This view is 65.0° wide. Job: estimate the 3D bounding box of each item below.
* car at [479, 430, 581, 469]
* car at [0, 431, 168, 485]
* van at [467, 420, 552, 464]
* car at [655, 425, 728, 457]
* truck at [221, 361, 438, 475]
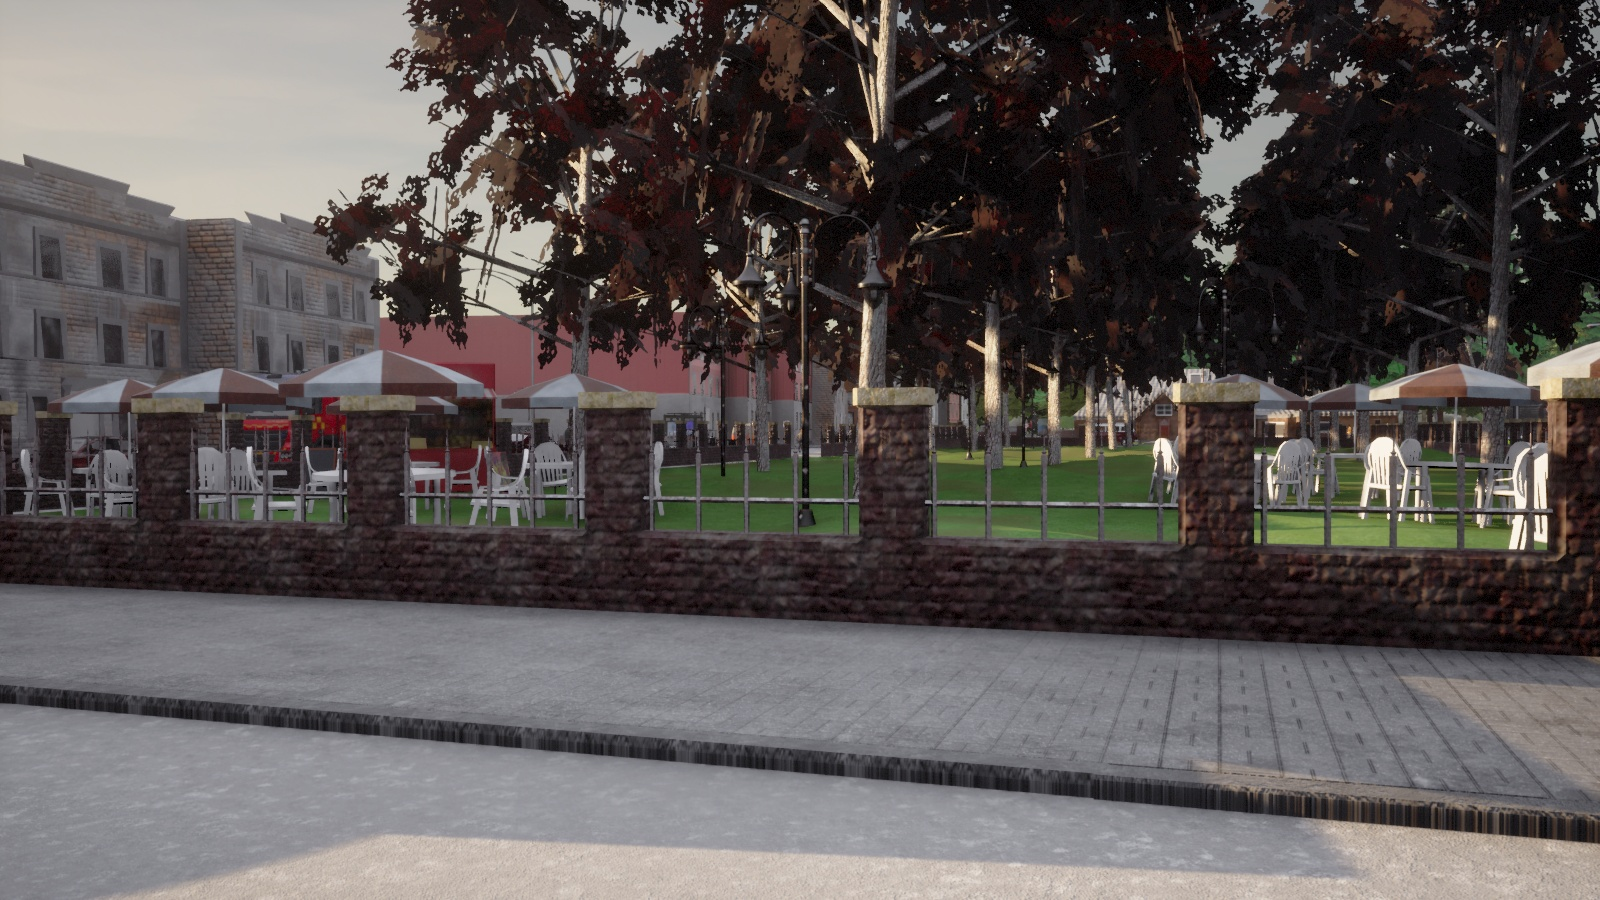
[{"bbox_3d":[-11.177,-0.076,52.325,1.882,1.535,5.008,1,1,18],"label":"car"},{"bbox_3d":[-20.693,0.180,36.370,1.816,1.474,4.193,1,1,18],"label":"car"},{"bbox_3d":[-13.422,-0.407,58.249,1.775,1.987,4.442,1,1,18],"label":"van"},{"bbox_3d":[-5.846,-0.511,68.335,2.152,1.651,5.027,1,1,19],"label":"car"},{"bbox_3d":[-17.227,-1.151,46.771,2.891,3.827,8.468,1,1,18],"label":"truck"}]
